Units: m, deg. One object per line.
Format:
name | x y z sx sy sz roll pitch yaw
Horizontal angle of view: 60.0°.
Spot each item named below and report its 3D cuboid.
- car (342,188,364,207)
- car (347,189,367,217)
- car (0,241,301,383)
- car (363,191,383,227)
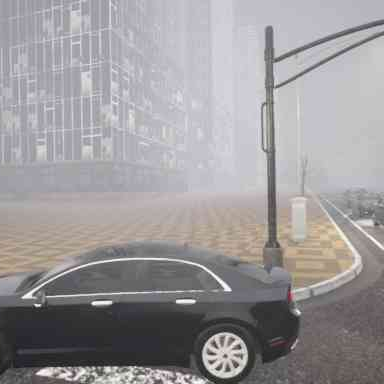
car | 13.214 0.454 26.688 2.128 1.511 4.902 -1 2 18
car | 11.197 0.759 20.631 1.994 1.385 4.181 -1 2 17
car | -1.002 1.505 4.746 4.892 1.490 1.837 0 0 0
car | 9.124 0.928 14.345 2.128 1.511 4.902 -1 2 18
